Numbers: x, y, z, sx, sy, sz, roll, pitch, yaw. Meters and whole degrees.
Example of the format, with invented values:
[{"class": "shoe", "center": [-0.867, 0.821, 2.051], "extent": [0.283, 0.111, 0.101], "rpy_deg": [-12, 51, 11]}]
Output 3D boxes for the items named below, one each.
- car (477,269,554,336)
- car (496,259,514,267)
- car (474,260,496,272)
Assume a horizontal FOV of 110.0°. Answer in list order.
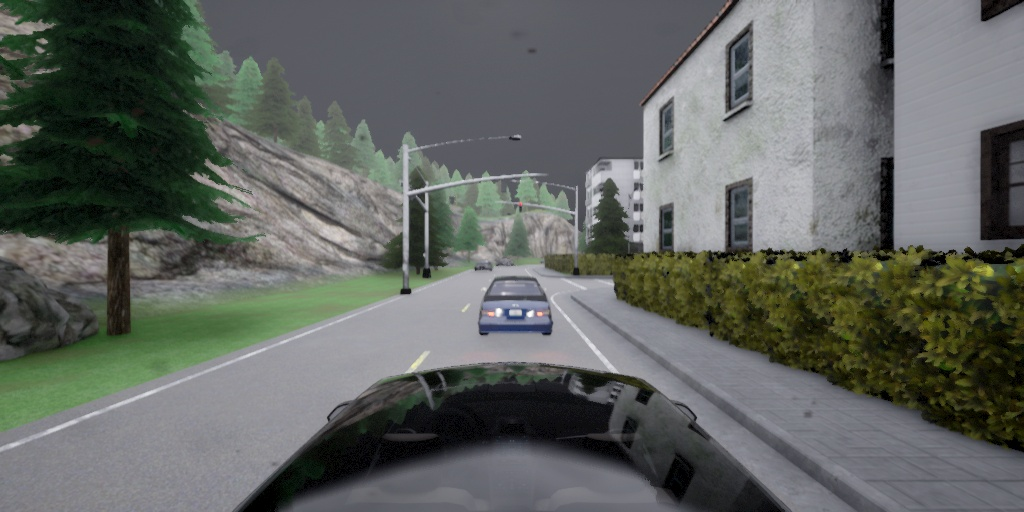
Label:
[{"class": "car", "center": [0.088, 1.272, 10.312], "extent": [2.033, 1.411, 5.357], "rpy_deg": [0, 0, 0]}, {"class": "car", "center": [-1.198, 1.143, 59.092], "extent": [1.994, 1.385, 4.181], "rpy_deg": [0, 0, 21]}, {"class": "car", "center": [-3.410, 1.190, 43.365], "extent": [1.994, 1.385, 4.181], "rpy_deg": [0, 0, 2]}]
